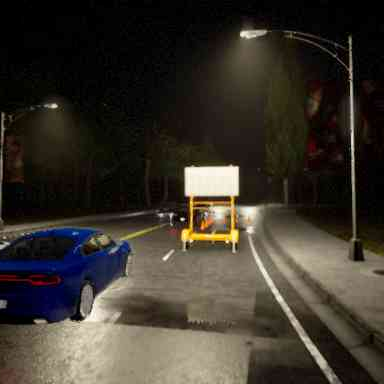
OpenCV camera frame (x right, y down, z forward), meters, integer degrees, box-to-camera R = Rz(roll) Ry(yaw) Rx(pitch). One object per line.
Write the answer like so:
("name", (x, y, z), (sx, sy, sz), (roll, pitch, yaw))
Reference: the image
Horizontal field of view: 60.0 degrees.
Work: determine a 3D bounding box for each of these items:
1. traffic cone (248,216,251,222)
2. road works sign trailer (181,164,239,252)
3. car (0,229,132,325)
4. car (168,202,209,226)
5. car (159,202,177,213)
("traffic cone", (4.666, 2.181, 27.196), (0.340, 0.580, 0.340), (-1, -1, 10))
("road works sign trailer", (0.892, 0.600, 14.660), (2.380, 3.560, 2.880), (0, -1, 10))
("car", (-2.740, 1.559, 7.479), (1.882, 1.535, 5.008), (0, -1, 4))
("car", (-0.189, 1.772, 25.688), (1.812, 1.442, 4.674), (-1, -1, 12))
("car", (-2.858, 2.009, 44.500), (1.812, 1.442, 4.674), (-1, -1, 13))
